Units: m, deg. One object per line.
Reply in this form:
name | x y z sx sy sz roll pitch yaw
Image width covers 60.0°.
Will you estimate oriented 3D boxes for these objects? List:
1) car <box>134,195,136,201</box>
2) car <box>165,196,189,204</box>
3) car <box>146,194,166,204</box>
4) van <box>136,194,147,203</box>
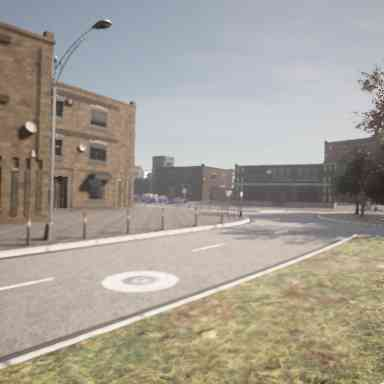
car | -13.836 1.382 76.799 2.185 1.767 4.553 2 0 35
car | -2.596 1.833 68.838 2.163 1.488 4.792 1 -1 35
car | -7.006 1.574 72.009 2.185 1.767 4.553 1 -1 35
van | -9.468 1.409 73.558 1.878 1.987 4.442 2 0 35
